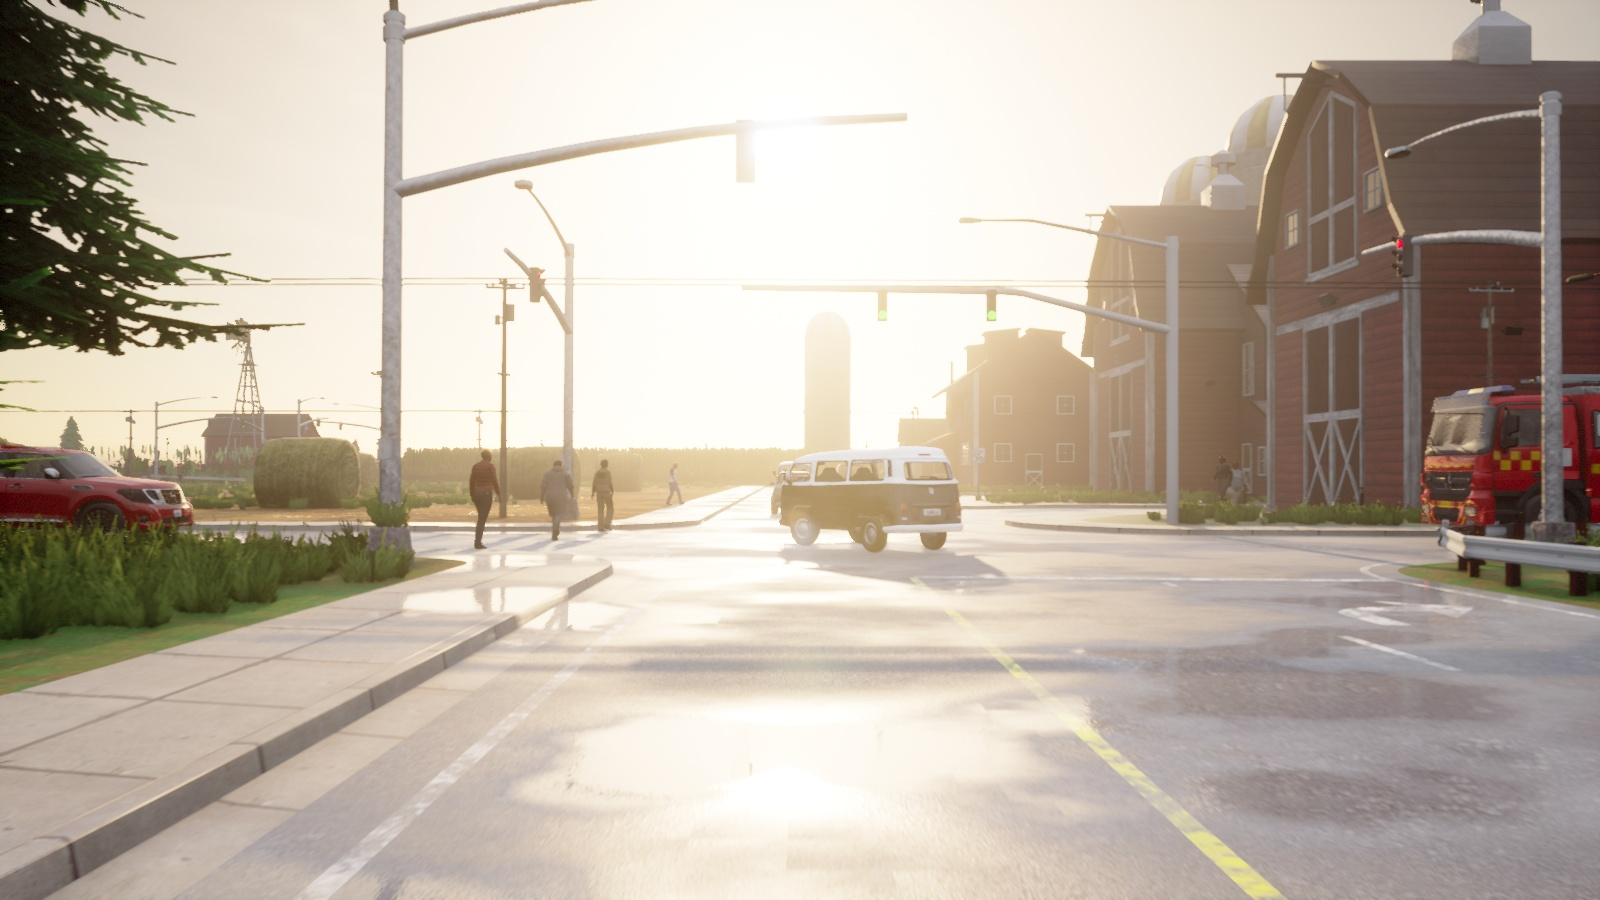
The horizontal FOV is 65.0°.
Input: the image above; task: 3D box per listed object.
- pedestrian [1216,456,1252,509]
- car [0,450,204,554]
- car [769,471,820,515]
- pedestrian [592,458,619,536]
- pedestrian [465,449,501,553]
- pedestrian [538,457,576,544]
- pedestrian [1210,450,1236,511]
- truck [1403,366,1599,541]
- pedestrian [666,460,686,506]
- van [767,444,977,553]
[{"bbox_3d":[15.190,1.131,43.961,0.874,1.855,0.900,0,-1,-4],"label":"pedestrian"},{"bbox_3d":[-15.589,1.057,25.899,5.566,2.045,2.150,0,-1,1],"label":"car"},{"bbox_3d":[-0.192,1.563,46.130,1.789,1.549,3.705,0,-1,0],"label":"car"},{"bbox_3d":[-4.882,1.171,31.491,0.396,1.930,0.692,-1,-1,18],"label":"pedestrian"},{"bbox_3d":[-5.729,0.917,22.724,0.331,1.846,0.636,-1,-1,20],"label":"pedestrian"},{"bbox_3d":[-5.507,1.136,28.529,0.659,1.952,0.873,0,-1,2],"label":"pedestrian"},{"bbox_3d":[13.414,0.966,39.850,0.666,1.930,0.402,0,-1,-26],"label":"pedestrian"},{"bbox_3d":[18.861,0.084,28.937,8.468,3.827,2.891,0,-1,1],"label":"truck"},{"bbox_3d":[-4.996,1.343,50.516,0.706,1.836,0.354,0,-1,14],"label":"pedestrian"},{"bbox_3d":[1.384,0.976,26.006,2.069,2.038,4.480,0,-2,-33],"label":"van"}]
